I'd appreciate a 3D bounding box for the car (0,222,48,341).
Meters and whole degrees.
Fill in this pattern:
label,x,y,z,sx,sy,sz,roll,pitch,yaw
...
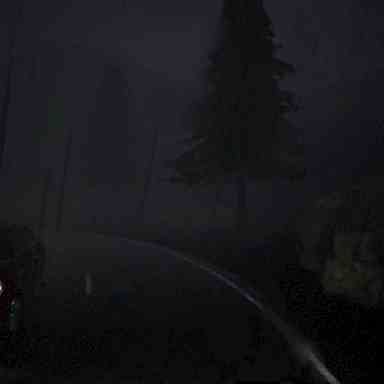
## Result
label,x,y,z,sx,sy,sz,roll,pitch,yaw
car,-4.166,1.434,6.383,2.097,1.767,4.553,0,-1,-15
